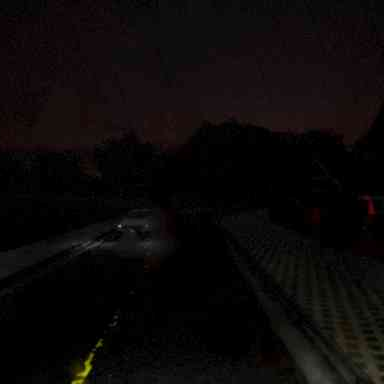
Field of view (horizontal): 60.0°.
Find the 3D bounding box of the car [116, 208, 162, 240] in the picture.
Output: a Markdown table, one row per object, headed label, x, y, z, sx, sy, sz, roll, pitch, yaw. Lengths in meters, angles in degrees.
| label | x | y | z | sx | sy | sz | roll | pitch | yaw |
| --- | --- | --- | --- | --- | --- | --- | --- | --- | --- |
| car | -2.707 | 1.608 | 17.827 | 1.812 | 1.442 | 4.674 | 0 | 0 | 2 |
